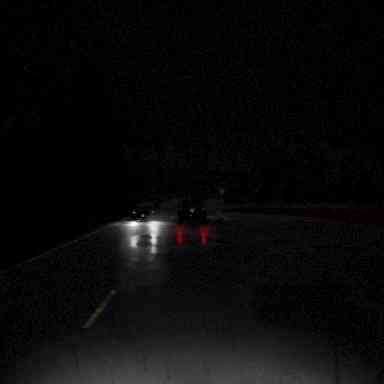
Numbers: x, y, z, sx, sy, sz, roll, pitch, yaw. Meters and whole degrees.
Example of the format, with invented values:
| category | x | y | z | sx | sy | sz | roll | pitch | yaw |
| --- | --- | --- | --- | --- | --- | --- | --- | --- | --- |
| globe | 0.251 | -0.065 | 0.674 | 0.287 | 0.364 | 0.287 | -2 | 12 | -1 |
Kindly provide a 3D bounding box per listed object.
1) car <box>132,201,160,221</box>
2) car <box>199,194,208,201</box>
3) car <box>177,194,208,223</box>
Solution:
| category | x | y | z | sx | sy | sz | roll | pitch | yaw |
| --- | --- | --- | --- | --- | --- | --- | --- | --- | --- |
| car | -3.588 | 1.457 | 26.630 | 1.812 | 1.442 | 4.674 | 0 | 0 | 0 |
| car | 2.958 | 1.243 | 83.435 | 1.816 | 1.474 | 4.193 | -6 | 1 | -2 |
| car | 0.031 | 1.288 | 24.776 | 2.097 | 1.767 | 4.553 | 0 | 0 | 1 |
